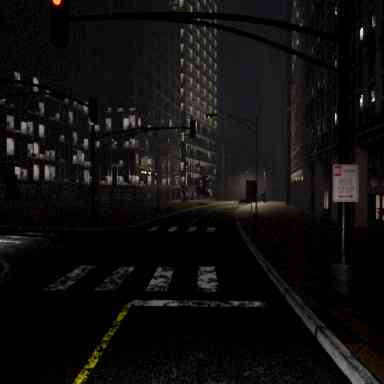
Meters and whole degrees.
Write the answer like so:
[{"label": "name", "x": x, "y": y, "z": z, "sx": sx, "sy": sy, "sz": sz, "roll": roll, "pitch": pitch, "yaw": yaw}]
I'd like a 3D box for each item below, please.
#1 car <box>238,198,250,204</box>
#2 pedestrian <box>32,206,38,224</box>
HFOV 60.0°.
[{"label": "car", "x": 10.896, "y": 1.865, "z": 68.989, "sx": 1.895, "sy": 1.301, "sz": 4.718, "roll": 0, "pitch": 0, "yaw": 18}, {"label": "pedestrian", "x": -9.376, "y": 1.345, "z": 19.873, "sx": 0.500, "sy": 1.100, "sz": 0.500, "roll": 0, "pitch": 0, "yaw": 17}]
